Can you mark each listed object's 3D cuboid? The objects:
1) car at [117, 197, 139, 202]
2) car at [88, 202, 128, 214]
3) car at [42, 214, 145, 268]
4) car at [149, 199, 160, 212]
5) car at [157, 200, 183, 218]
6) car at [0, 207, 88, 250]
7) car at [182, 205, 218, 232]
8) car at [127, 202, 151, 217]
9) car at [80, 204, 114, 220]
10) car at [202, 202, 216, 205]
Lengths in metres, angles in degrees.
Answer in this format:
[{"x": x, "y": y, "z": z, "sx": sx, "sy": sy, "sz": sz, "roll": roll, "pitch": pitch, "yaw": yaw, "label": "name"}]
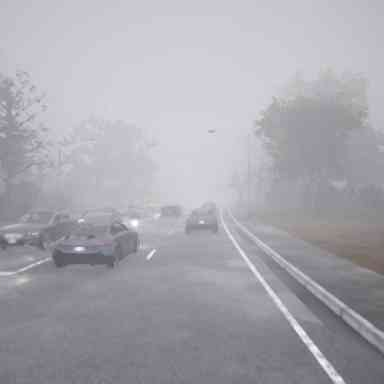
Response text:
[{"x": -8.493, "y": 1.663, "z": 43.773, "sx": 2.150, "sy": 2.045, "sz": 5.566, "roll": 0, "pitch": -1, "yaw": 5, "label": "car"}, {"x": -6.404, "y": 1.752, "z": 24.487, "sx": 1.837, "sy": 1.490, "sz": 4.892, "roll": 0, "pitch": -1, "yaw": 3, "label": "car"}, {"x": -3.209, "y": 1.684, "z": 11.841, "sx": 1.994, "sy": 1.385, "sz": 4.181, "roll": 0, "pitch": -1, "yaw": 4, "label": "car"}, {"x": -4.970, "y": 1.796, "z": 43.891, "sx": 2.097, "sy": 1.767, "sz": 4.553, "roll": 0, "pitch": -1, "yaw": 5, "label": "car"}, {"x": -2.057, "y": 1.832, "z": 34.959, "sx": 1.882, "sy": 1.535, "sz": 5.008, "roll": 0, "pitch": -1, "yaw": 4, "label": "car"}, {"x": -6.792, "y": 1.645, "z": 15.195, "sx": 2.128, "sy": 1.511, "sz": 4.902, "roll": 0, "pitch": -1, "yaw": 2, "label": "car"}, {"x": 0.668, "y": 1.785, "z": 21.753, "sx": 1.994, "sy": 1.385, "sz": 4.181, "roll": 0, "pitch": -1, "yaw": 3, "label": "car"}, {"x": -5.821, "y": 1.941, "z": 33.660, "sx": 1.895, "sy": 1.301, "sz": 4.718, "roll": 0, "pitch": -1, "yaw": 4, "label": "car"}, {"x": -9.367, "y": 1.897, "z": 33.115, "sx": 1.994, "sy": 1.385, "sz": 4.181, "roll": 0, "pitch": -1, "yaw": 4, "label": "car"}, {"x": 2.284, "y": 2.019, "z": 44.863, "sx": 1.994, "sy": 1.385, "sz": 4.181, "roll": 0, "pitch": -1, "yaw": 5, "label": "car"}]
